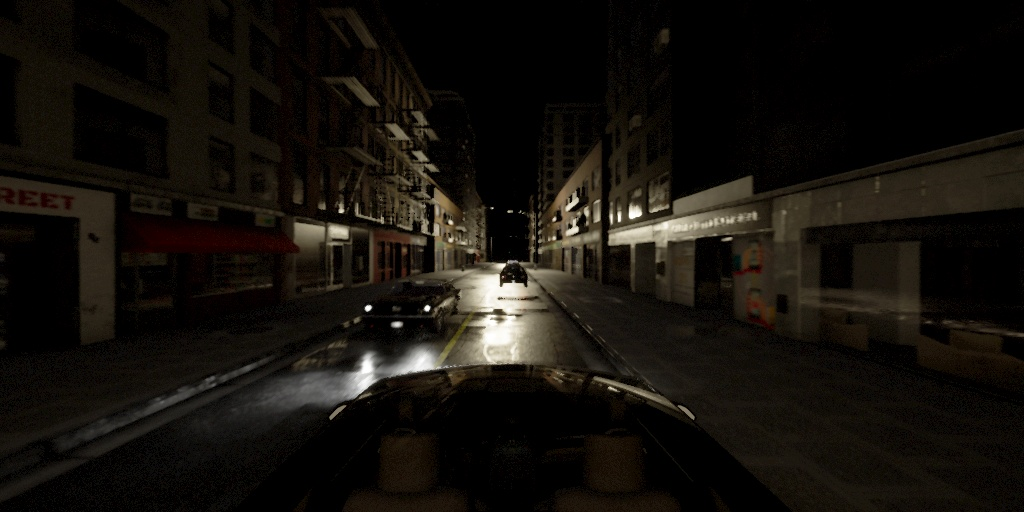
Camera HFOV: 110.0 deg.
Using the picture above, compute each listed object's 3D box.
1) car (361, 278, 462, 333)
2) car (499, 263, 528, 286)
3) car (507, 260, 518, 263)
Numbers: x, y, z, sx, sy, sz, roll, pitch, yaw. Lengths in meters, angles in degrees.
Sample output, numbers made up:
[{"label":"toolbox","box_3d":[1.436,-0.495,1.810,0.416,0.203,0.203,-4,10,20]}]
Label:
[{"label":"car","box_3d":[-2.770,1.355,10.888,1.895,1.301,4.718,0,0,0]},{"label":"car","box_3d":[0.094,1.364,24.980,1.895,1.301,4.718,0,0,0]},{"label":"car","box_3d":[0.095,1.275,45.188,2.128,1.511,4.902,0,0,0]}]
